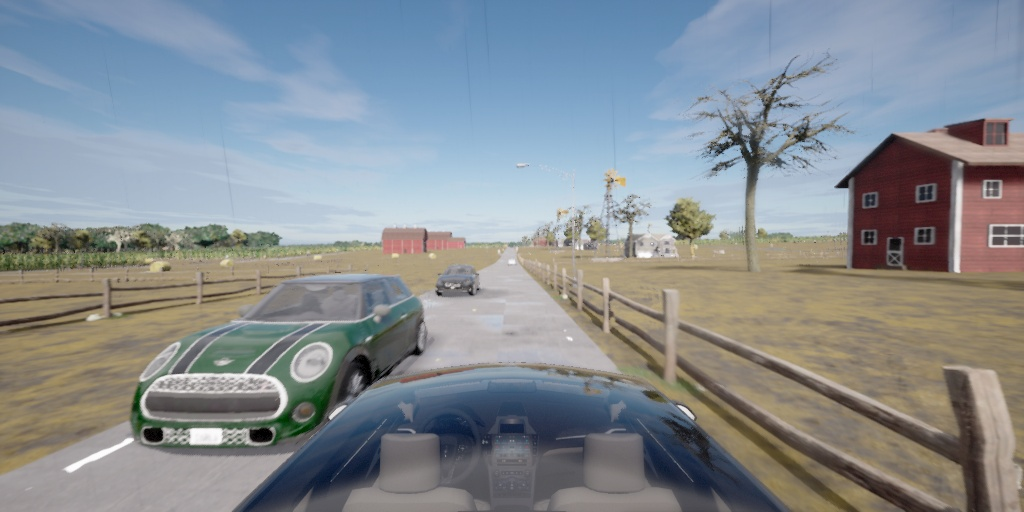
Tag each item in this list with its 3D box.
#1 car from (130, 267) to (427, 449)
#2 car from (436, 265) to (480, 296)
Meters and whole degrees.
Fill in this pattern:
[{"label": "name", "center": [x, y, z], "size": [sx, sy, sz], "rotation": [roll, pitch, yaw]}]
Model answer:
[{"label": "car", "center": [-2.842, 1.092, 5.596], "size": [2.097, 1.767, 4.553], "rotation": [0, 0, 1]}, {"label": "car", "center": [-2.753, 1.236, 19.098], "size": [1.837, 1.490, 4.892], "rotation": [0, 0, 0]}]
